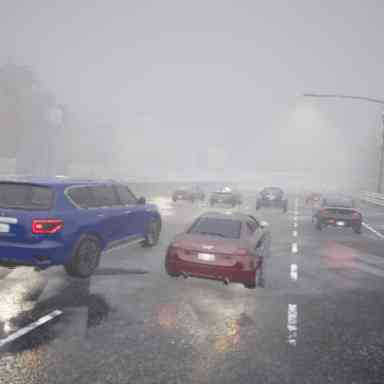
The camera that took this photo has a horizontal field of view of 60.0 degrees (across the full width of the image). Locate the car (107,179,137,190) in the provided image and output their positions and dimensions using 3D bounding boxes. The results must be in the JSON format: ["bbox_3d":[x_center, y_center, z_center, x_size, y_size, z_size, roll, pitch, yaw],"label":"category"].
[{"bbox_3d":[-9.477,-1.043,45.622,1.895,1.301,4.718,3,3,18],"label":"car"}]

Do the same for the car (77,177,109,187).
[{"bbox_3d":[-15.065,-1.594,51.033,2.033,1.411,5.357,3,3,18],"label":"car"}]

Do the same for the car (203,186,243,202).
[{"bbox_3d":[2.766,0.325,25.810,2.128,1.511,4.902,3,3,17],"label":"car"}]

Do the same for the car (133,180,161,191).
[{"bbox_3d":[-6.026,-0.864,44.941,1.895,1.301,4.718,3,3,18],"label":"car"}]

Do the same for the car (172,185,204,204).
[{"bbox_3d":[-0.214,0.128,27.986,1.812,1.442,4.674,3,3,17],"label":"car"}]

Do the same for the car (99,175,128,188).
[{"bbox_3d":[-11.726,-1.599,49.998,2.097,1.767,4.553,3,3,18],"label":"car"}]

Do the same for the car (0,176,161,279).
[{"bbox_3d":[-2.667,0.661,8.653,2.150,2.045,5.566,3,3,17],"label":"car"}]

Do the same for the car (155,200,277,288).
[{"bbox_3d":[0.893,1.167,8.381,1.994,1.385,4.181,3,3,17],"label":"car"}]

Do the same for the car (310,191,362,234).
[{"bbox_3d":[6.915,0.983,16.123,1.837,1.490,4.892,3,3,17],"label":"car"}]

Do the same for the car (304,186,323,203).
[{"bbox_3d":[12.557,0.379,33.893,1.812,1.442,4.674,3,3,17],"label":"car"}]

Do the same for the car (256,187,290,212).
[{"bbox_3d":[6.036,0.384,24.547,2.097,1.767,4.553,3,3,17],"label":"car"}]
